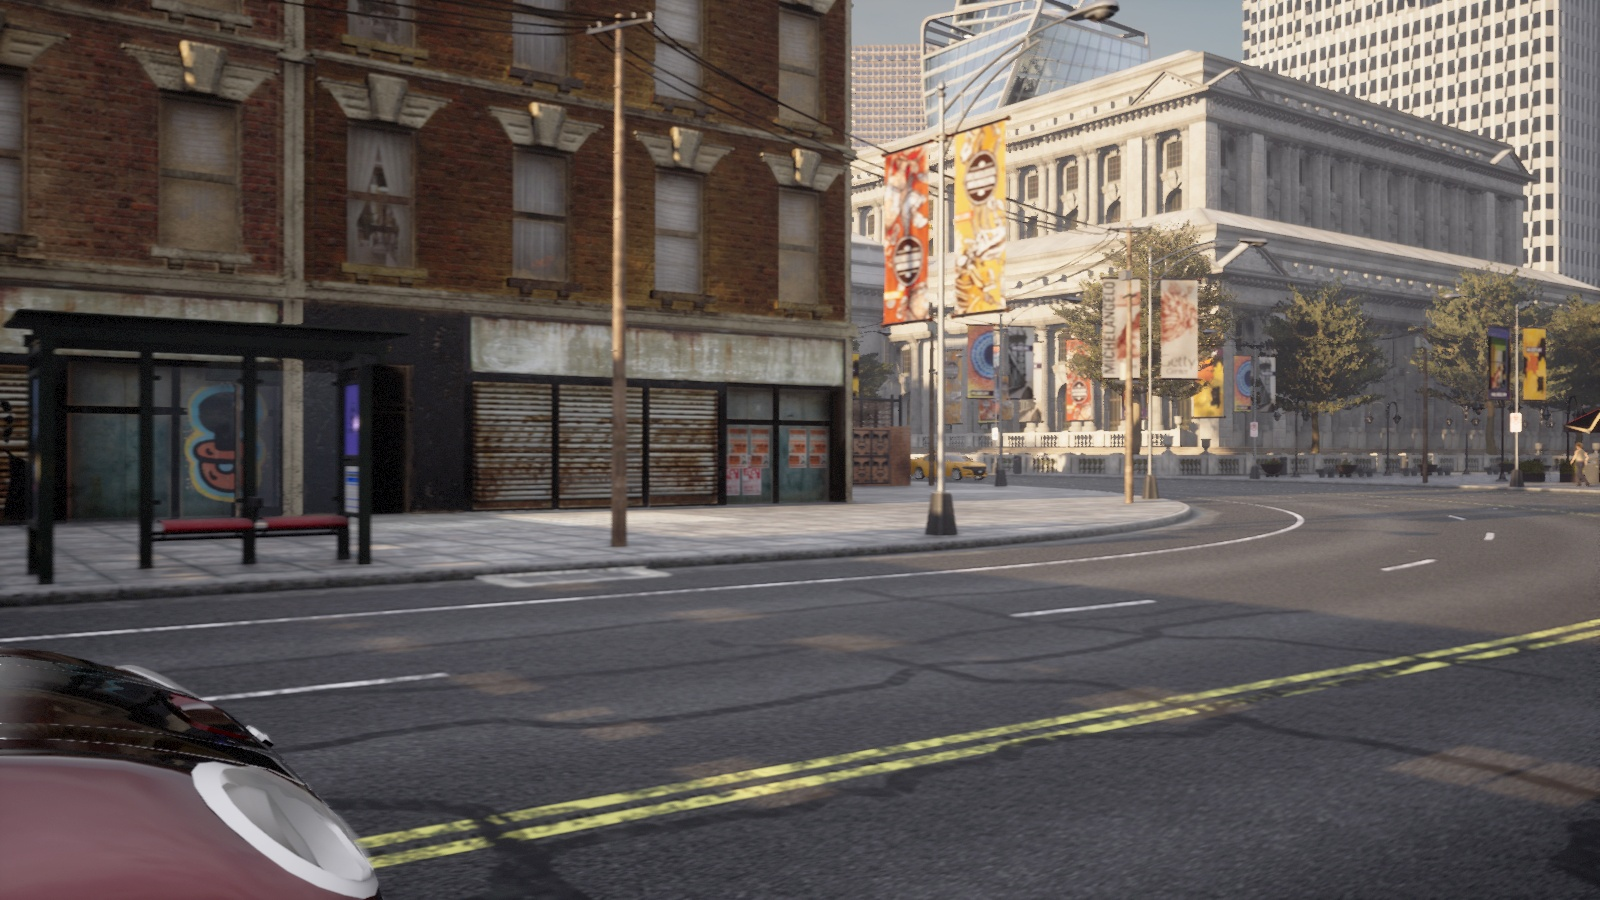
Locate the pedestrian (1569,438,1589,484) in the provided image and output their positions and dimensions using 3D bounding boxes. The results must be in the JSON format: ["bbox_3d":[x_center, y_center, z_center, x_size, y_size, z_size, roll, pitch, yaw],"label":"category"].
[{"bbox_3d":[31.810,0.444,51.271,0.345,1.836,0.594,0,0,-19],"label":"pedestrian"}]

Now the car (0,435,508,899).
[{"bbox_3d":[-2.613,0.722,1.816,3.806,1.475,1.970,0,0,-35],"label":"car"}]

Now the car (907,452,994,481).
[{"bbox_3d":[8.236,0.869,69.261,1.882,1.535,5.008,0,0,-35],"label":"car"}]
